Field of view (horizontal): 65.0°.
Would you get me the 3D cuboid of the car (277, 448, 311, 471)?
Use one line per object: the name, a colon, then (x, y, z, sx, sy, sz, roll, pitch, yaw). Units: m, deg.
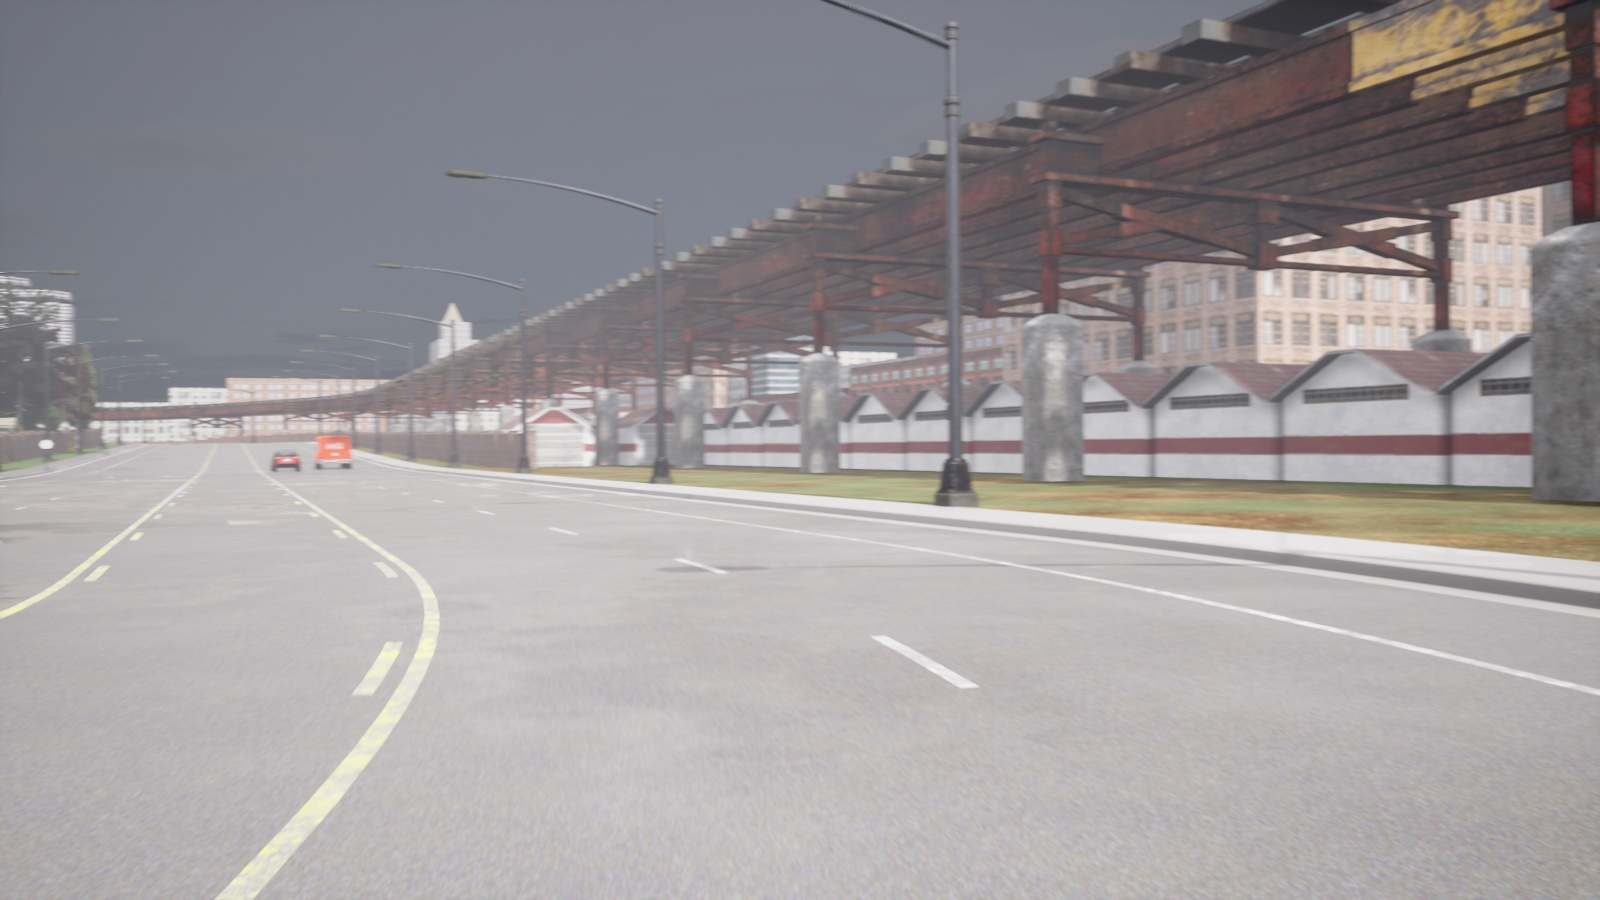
car: (-35.641, 0.621, 88.356, 2.007, 1.525, 4.514, -1, 1, -24)
